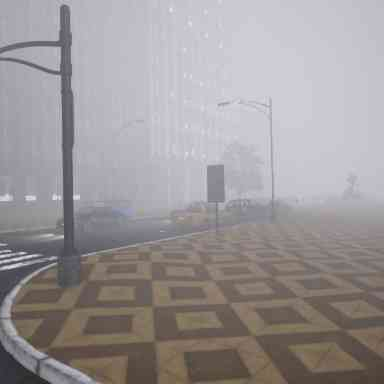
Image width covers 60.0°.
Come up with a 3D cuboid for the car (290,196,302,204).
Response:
[{"bbox_3d":[16.195,1.390,55.588,2.008,1.369,4.403,-2,-1,35],"label":"car"}]

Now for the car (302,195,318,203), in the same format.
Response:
[{"bbox_3d":[22.534,1.233,64.806,1.967,1.590,4.097,-2,-1,35],"label":"car"}]

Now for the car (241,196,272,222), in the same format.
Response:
[{"bbox_3d":[3.836,1.206,23.475,1.967,1.590,4.097,-2,-1,35],"label":"car"}]

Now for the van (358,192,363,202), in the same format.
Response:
[{"bbox_3d":[29.200,0.905,60.252,1.690,1.788,3.998,-2,-1,35],"label":"van"}]

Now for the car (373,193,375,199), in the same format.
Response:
[{"bbox_3d":[38.777,1.061,74.000,1.947,1.339,4.313,-2,-1,35],"label":"car"}]

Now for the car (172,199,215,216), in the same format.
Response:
[{"bbox_3d":[0.244,1.493,32.406,1.752,1.417,4.829,-2,-1,35],"label":"car"}]

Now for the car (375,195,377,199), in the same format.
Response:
[{"bbox_3d":[42.038,0.999,78.742,1.752,1.417,4.829,-2,-1,35],"label":"car"}]

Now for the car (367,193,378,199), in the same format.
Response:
[{"bbox_3d":[45.108,1.005,83.202,2.008,1.369,4.403,-2,-1,35],"label":"car"}]

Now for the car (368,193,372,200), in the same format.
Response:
[{"bbox_3d":[35.569,0.833,69.428,2.192,1.841,5.009,-2,-1,35],"label":"car"}]

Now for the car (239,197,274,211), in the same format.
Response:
[{"bbox_3d":[7.568,1.341,38.425,2.128,1.511,4.902,-2,-1,35],"label":"car"}]

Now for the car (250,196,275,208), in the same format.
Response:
[{"bbox_3d":[9.851,1.329,46.372,1.967,1.590,4.097,-2,-1,35],"label":"car"}]

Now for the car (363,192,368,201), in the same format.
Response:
[{"bbox_3d":[32.384,0.980,64.841,1.967,1.590,4.097,-2,-1,35],"label":"car"}]

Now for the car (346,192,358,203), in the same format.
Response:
[{"bbox_3d":[26.009,1.027,55.669,1.967,1.590,4.097,-2,-1,35],"label":"car"}]

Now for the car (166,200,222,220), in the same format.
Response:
[{"bbox_3d":[0.322,1.459,27.917,2.033,1.411,5.357,-2,-1,35],"label":"car"}]

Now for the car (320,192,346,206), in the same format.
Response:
[{"bbox_3d":[19.770,1.159,46.611,1.752,1.417,4.829,-2,-1,35],"label":"car"}]

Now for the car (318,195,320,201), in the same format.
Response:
[{"bbox_3d":[25.708,1.315,69.414,1.887,1.381,4.507,-2,-1,35],"label":"car"}]

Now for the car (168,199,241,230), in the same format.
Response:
[{"bbox_3d":[0.768,1.319,19.014,1.752,1.417,4.829,-2,-1,35],"label":"car"}]

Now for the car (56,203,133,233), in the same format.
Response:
[{"bbox_3d":[-5.657,1.529,19.233,1.994,1.385,4.181,-2,-1,35],"label":"car"}]

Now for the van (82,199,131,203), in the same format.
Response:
[{"bbox_3d":[-6.005,1.364,23.330,1.690,1.788,3.998,-2,-1,35],"label":"van"}]

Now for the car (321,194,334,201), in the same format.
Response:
[{"bbox_3d":[32.050,1.272,78.631,1.887,1.381,4.507,-2,-1,35],"label":"car"}]

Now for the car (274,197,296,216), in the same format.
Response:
[{"bbox_3d":[7.004,1.320,28.075,1.802,1.307,4.206,-2,-1,35],"label":"car"}]
